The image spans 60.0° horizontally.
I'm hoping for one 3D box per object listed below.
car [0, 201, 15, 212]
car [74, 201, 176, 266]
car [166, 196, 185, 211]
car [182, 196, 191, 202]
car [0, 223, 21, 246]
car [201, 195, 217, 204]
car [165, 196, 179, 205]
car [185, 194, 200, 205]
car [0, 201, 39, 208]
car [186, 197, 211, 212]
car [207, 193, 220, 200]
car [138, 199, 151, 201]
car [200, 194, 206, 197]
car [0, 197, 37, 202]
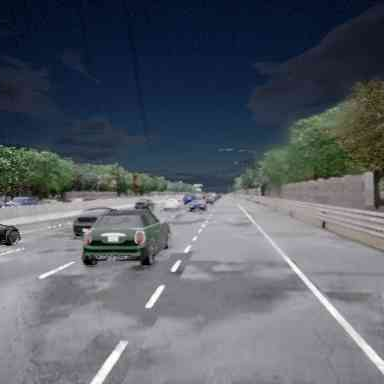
[{"bbox_3d":[-26.699,1.961,45.664,1.812,1.442,4.674,-1,0,6],"label":"car"},{"bbox_3d":[-2.087,1.395,11.857,2.097,1.767,4.553,-1,0,6],"label":"car"},{"bbox_3d":[-2.378,1.607,42.690,1.812,1.442,4.674,-1,0,6],"label":"car"},{"bbox_3d":[-1.407,1.772,85.629,1.837,1.490,4.892,-1,0,6],"label":"car"},{"bbox_3d":[-8.945,1.731,13.524,1.994,1.385,4.181,-1,0,6],"label":"car"},{"bbox_3d":[3.256,1.658,62.915,1.895,1.301,4.718,-1,0,6],"label":"car"},{"bbox_3d":[-3.707,1.661,63.646,1.882,1.535,5.008,-1,0,6],"label":"car"},{"bbox_3d":[-0.226,1.341,63.326,2.150,2.045,5.566,-1,0,6],"label":"car"},{"bbox_3d":[-17.487,1.896,32.993,1.994,1.385,4.181,-1,0,7],"label":"car"},{"bbox_3d":[0.824,1.617,39.655,1.895,1.301,4.718,-1,0,6],"label":"car"},{"bbox_3d":[5.138,1.656,80.915,2.128,1.511,4.902,-1,0,6],"label":"car"},{"bbox_3d":[-5.955,1.649,42.164,1.837,1.490,4.892,-1,0,6],"label":"car"},{"bbox_3d":[1.868,1.797,83.287,1.895,1.301,4.718,-1,0,6],"label":"car"},{"bbox_3d":[-23.213,1.784,45.371,2.150,2.045,5.566,-1,0,6],"label":"car"}]
